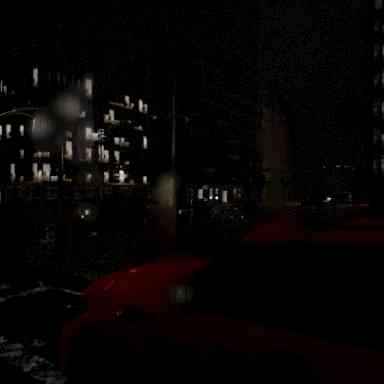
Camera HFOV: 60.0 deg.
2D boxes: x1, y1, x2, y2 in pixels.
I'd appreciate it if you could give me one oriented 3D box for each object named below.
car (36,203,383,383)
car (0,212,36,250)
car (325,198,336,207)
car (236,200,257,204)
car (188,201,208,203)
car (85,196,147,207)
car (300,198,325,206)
[{"bbox_3d":[1.267,1.222,2.783,5.566,2.045,2.150,0,0,36],"label":"car"},{"bbox_3d":[-8.162,1.597,14.493,1.812,1.442,4.674,-1,0,0],"label":"car"},{"bbox_3d":[24.425,1.812,59.483,2.128,1.511,4.902,0,0,36],"label":"car"},{"bbox_3d":[6.483,1.714,40.750,1.812,1.442,4.674,0,0,36],"label":"car"},{"bbox_3d":[0.319,1.633,32.507,2.128,1.511,4.902,0,0,37],"label":"car"},{"bbox_3d":[-5.625,1.319,24.489,2.150,2.045,5.566,0,0,39],"label":"car"},{"bbox_3d":[18.277,1.823,51.243,2.033,1.411,5.357,0,0,37],"label":"car"}]
